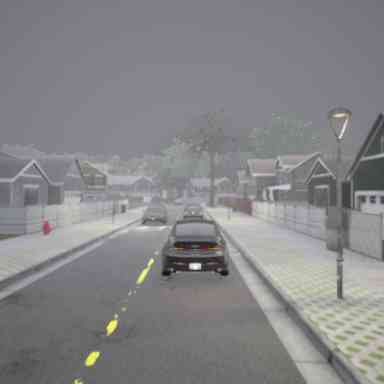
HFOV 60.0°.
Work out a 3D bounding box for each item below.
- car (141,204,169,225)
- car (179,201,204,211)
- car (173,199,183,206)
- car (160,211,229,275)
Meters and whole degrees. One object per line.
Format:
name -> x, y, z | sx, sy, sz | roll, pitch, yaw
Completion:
car -> -2.843, 1.761, 26.538 | 1.837, 1.490, 4.892 | 0, -1, 0
car -> 0.105, 1.840, 30.473 | 2.033, 1.411, 5.357 | 0, -1, 0
car -> -2.743, 2.063, 67.066 | 1.882, 1.535, 5.008 | 0, 0, 0
car -> 0.095, 1.613, 10.782 | 1.837, 1.490, 4.892 | 0, 0, 0
